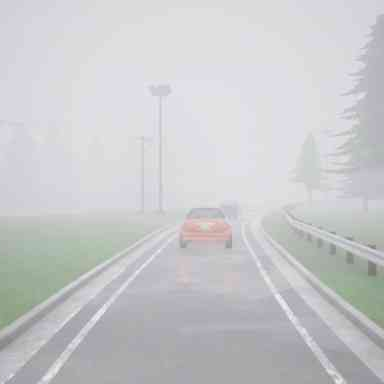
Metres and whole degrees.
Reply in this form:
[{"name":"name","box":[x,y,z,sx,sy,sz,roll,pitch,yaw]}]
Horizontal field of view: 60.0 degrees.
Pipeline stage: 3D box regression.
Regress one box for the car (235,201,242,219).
[{"name":"car","box":[3.225,1.482,29.184,1.882,1.535,5.008,0,0,15]}]

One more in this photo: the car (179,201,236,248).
[{"name":"car","box":[0.687,1.363,14.816,2.097,1.767,4.553,0,0,5]}]
